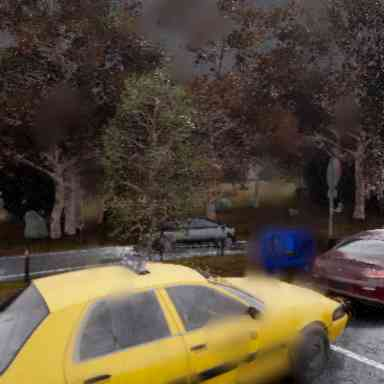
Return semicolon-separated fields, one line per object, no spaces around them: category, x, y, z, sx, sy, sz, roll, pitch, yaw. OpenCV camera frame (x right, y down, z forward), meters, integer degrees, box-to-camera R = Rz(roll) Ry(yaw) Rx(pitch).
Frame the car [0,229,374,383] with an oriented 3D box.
car;-0.382;1.486;3.773;5.366;1.575;1.946;0;0;-33

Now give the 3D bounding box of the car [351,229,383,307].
car;4.610;1.551;7.342;4.674;1.452;2.002;0;0;-33

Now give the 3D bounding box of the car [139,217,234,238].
car;-0.231;1.763;14.393;4.181;1.385;1.994;0;-1;-17
